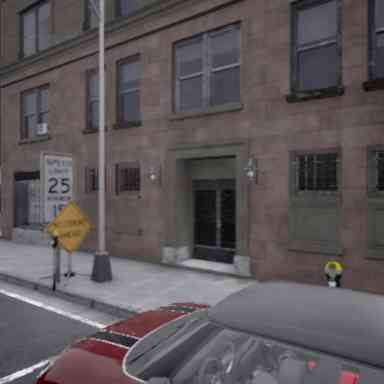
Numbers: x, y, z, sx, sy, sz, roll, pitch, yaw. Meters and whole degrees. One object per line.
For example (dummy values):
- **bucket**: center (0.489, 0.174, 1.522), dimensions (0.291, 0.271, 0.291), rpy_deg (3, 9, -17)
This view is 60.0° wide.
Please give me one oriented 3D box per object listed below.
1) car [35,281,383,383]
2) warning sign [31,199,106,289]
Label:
- **car**: center (0.599, 1.441, 2.419), dimensions (4.097, 1.590, 1.967), rpy_deg (0, 0, 35)
- **warning sign**: center (-2.888, 1.119, 7.855), dimensions (1.060, 1.860, 1.300), rpy_deg (0, 0, 35)
